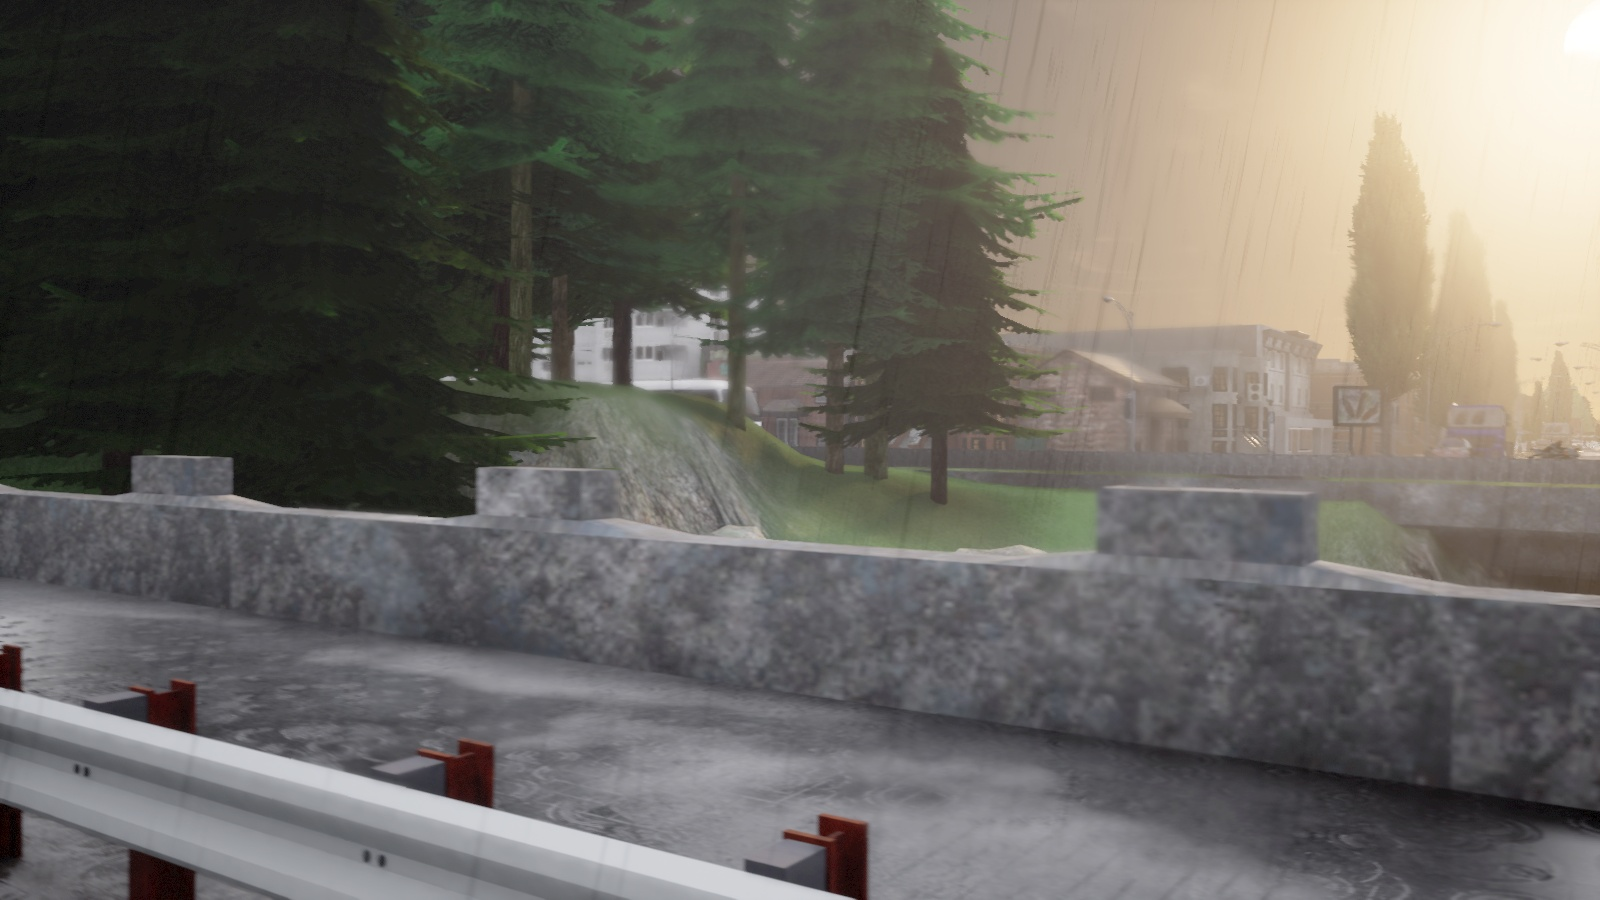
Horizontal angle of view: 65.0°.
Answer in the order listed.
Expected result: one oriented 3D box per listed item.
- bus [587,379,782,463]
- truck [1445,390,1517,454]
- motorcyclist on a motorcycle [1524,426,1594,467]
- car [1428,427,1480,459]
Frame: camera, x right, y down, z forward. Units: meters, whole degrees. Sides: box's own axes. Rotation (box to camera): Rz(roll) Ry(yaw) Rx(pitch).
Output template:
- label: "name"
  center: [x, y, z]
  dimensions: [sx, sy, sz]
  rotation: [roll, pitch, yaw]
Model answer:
- label: "bus"
  center: [-6.359, -1.515, 67.928]
  dimensions: [10.273, 4.253, 3.944]
  rotation: [0, 1, 34]
- label: "truck"
  center: [38.867, -1.579, 71.556]
  dimensions: [2.891, 3.462, 7.936]
  rotation: [0, 1, 34]
- label: "motorcyclist on a motorcycle"
  center: [28.501, -0.136, 47.195]
  dimensions: [0.866, 1.530, 2.191]
  rotation: [0, 0, -19]
- label: "car"
  center: [31.520, -0.366, 60.511]
  dimensions: [1.845, 1.501, 3.633]
  rotation: [0, 1, 34]
